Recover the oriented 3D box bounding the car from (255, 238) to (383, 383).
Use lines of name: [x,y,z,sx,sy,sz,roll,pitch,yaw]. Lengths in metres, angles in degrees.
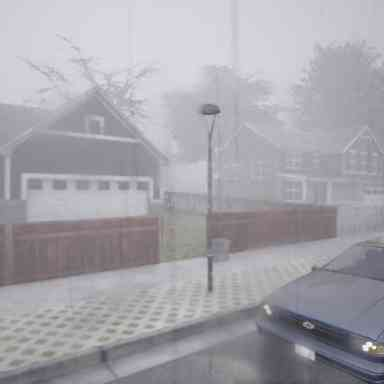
car: [3.516,1.538,5.579,5.357,1.411,2.033,0,0,-36]
